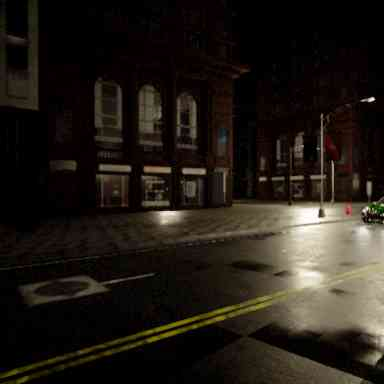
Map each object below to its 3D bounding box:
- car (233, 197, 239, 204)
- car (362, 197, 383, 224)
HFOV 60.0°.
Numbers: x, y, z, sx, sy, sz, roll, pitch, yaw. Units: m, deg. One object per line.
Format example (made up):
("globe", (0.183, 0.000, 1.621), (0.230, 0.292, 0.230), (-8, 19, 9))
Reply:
("car", (5.756, 1.231, 55.235), (1.837, 1.490, 4.892), (0, 0, -35))
("car", (12.578, 1.056, 20.710), (4.553, 1.767, 2.097), (-1, 1, -35))
